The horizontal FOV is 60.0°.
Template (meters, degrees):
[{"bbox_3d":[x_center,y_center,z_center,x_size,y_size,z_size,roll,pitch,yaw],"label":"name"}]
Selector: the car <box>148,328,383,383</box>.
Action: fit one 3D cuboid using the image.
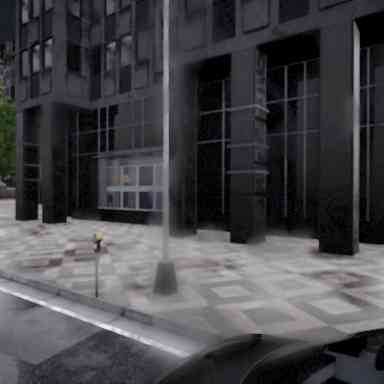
[{"bbox_3d":[1.522,1.567,1.873,4.313,1.339,1.947,0,0,36],"label":"car"}]
